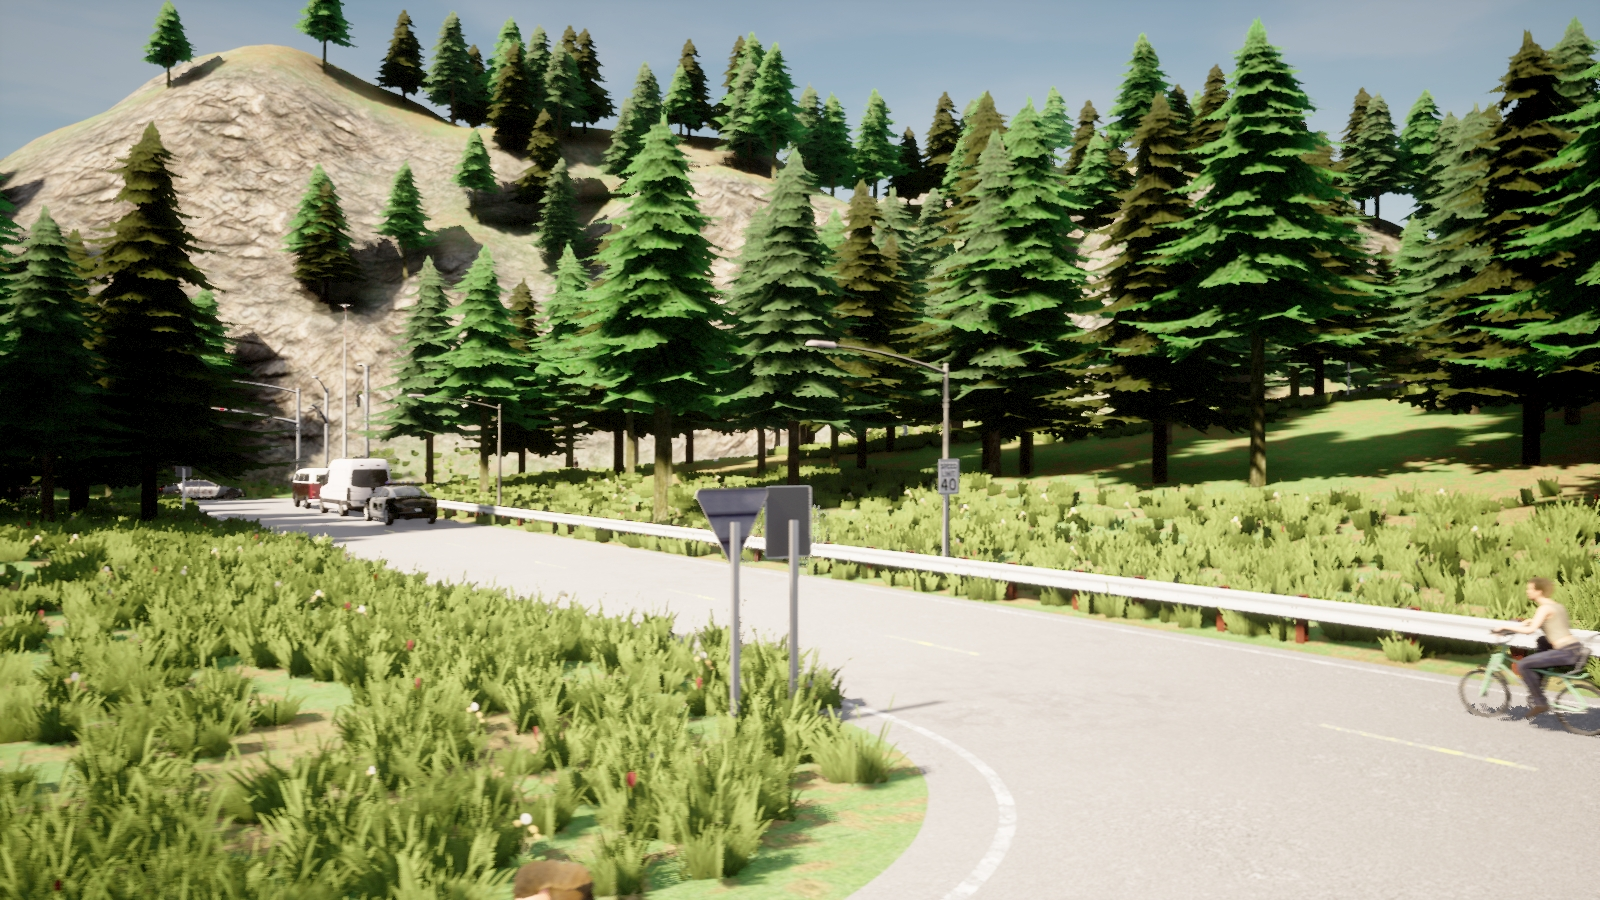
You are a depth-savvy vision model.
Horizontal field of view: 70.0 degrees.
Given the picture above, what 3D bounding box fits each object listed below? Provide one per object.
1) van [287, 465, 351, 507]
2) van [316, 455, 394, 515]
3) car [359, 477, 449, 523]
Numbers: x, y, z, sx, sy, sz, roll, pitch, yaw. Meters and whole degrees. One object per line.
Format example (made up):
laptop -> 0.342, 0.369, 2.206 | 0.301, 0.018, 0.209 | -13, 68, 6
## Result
van -> -24.566, 1.792, 58.276 | 2.069, 2.038, 4.480 | 0, 0, -35
van -> -20.505, 1.544, 52.458 | 1.988, 2.561, 5.915 | 0, 0, -35
car -> -16.153, 1.992, 46.450 | 2.097, 1.638, 5.238 | 0, 0, -35
